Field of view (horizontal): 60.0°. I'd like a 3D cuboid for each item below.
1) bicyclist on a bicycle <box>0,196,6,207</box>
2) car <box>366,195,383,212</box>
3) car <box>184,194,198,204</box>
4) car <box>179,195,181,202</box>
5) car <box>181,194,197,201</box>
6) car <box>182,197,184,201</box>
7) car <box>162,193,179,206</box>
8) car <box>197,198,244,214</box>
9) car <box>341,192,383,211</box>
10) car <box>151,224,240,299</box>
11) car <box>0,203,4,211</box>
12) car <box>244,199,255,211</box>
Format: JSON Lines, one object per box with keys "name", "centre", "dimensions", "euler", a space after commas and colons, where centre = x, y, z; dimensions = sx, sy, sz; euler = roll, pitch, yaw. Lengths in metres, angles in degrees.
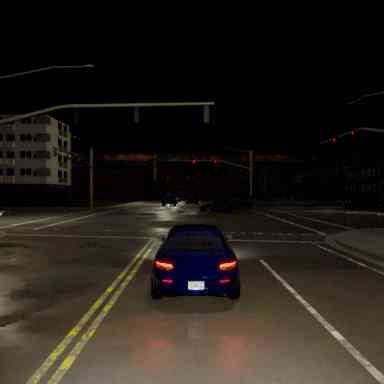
{"name": "bicyclist on a bicycle", "centre": [-25.479, 1.300, 44.831], "dimensions": [0.582, 1.620, 1.656], "euler": [0, 0, 0]}
{"name": "car", "centre": [21.118, 1.295, 34.019], "dimensions": [5.008, 1.535, 1.882], "euler": [-1, 0, 1]}
{"name": "car", "centre": [0.020, 1.352, 61.657], "dimensions": [2.097, 1.767, 4.553], "euler": [0, 0, 0]}
{"name": "car", "centre": [-3.624, 1.526, 63.622], "dimensions": [1.812, 1.442, 4.674], "euler": [0, 0, 1]}
{"name": "car", "centre": [-0.816, 1.355, 83.311], "dimensions": [2.097, 1.767, 4.553], "euler": [0, 0, 27]}
{"name": "car", "centre": [-3.524, 1.355, 73.499], "dimensions": [2.097, 1.767, 4.553], "euler": [0, 0, 2]}
{"name": "car", "centre": [-3.636, 1.221, 53.985], "dimensions": [2.150, 2.045, 5.566], "euler": [0, 0, -1]}
{"name": "car", "centre": [2.907, 1.523, 34.530], "dimensions": [4.181, 1.385, 1.994], "euler": [0, 0, 3]}
{"name": "car", "centre": [19.910, 1.056, 37.542], "dimensions": [5.566, 2.045, 2.150], "euler": [-1, 0, 1]}
{"name": "car", "centre": [0.077, 1.526, 8.312], "dimensions": [1.812, 1.442, 4.674], "euler": [0, 0, 0]}
{"name": "car", "centre": [-22.771, 1.477, 35.452], "dimensions": [5.008, 1.535, 1.882], "euler": [0, 0, 0]}
{"name": "car", "centre": [4.795, 1.446, 38.803], "dimensions": [4.902, 1.511, 2.128], "euler": [0, 0, 16]}
